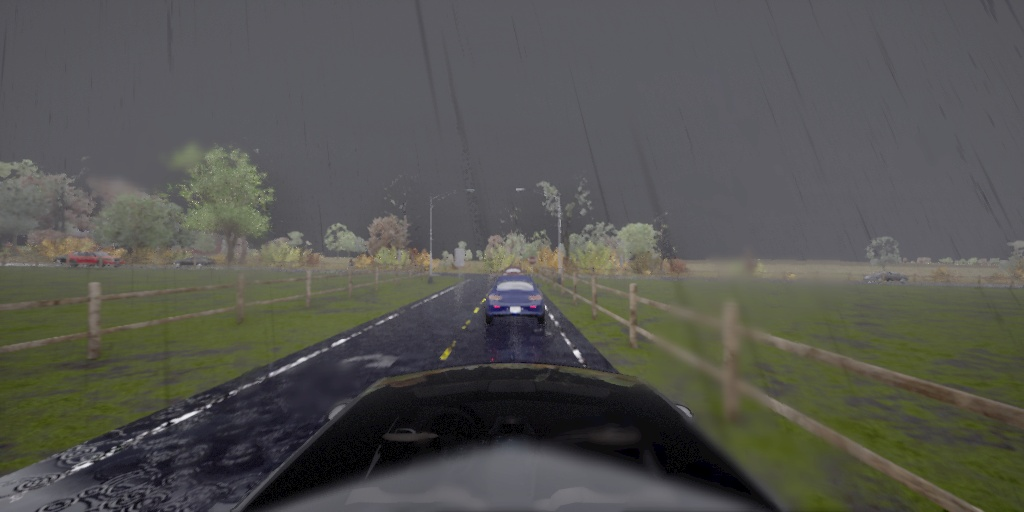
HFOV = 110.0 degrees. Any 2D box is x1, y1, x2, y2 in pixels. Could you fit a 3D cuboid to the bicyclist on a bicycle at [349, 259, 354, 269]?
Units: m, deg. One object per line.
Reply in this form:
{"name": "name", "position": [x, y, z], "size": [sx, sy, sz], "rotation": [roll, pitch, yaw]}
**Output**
{"name": "bicyclist on a bicycle", "position": [-22.594, 1.199, 50.473], "size": [0.582, 1.620, 1.656], "rotation": [1, 0, 0]}

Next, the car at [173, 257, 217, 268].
{"name": "car", "position": [-41.799, 0.834, 47.359], "size": [4.892, 1.490, 1.837], "rotation": [1, 0, 0]}

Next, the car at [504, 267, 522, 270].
{"name": "car", "position": [0.101, 1.537, 27.873], "size": [1.812, 1.442, 4.674], "rotation": [0, -1, 0]}

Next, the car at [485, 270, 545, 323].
{"name": "car", "position": [0.100, 1.381, 12.472], "size": [1.812, 1.442, 4.674], "rotation": [0, -1, 0]}
